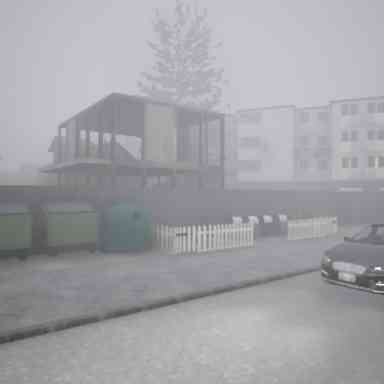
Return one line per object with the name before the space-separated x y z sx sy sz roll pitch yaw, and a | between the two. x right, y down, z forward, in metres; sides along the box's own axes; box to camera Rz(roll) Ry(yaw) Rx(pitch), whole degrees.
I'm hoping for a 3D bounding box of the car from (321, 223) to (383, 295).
car | 5.273 1.570 8.547 4.902 1.511 2.128 1 0 -36
